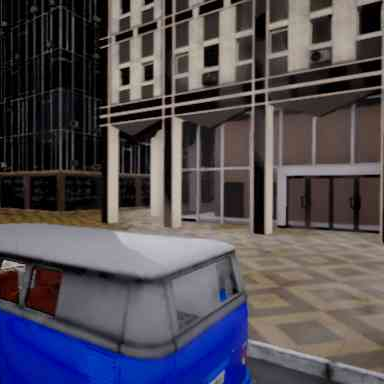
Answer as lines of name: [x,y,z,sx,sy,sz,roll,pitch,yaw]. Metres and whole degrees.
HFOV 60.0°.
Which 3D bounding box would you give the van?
van: [-1.361,1.316,3.718,3.998,1.788,1.690,0,1,33]
